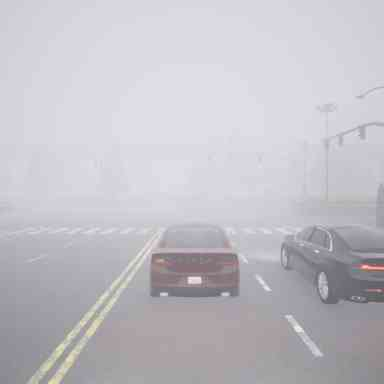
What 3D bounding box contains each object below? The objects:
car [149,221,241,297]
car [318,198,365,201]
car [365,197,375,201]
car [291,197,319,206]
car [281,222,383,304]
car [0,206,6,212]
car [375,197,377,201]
[{"bbox_3d":[0.058,1.478,8.614,1.882,1.535,5.008,0,0,0],"label":"car"},{"bbox_3d":[17.979,1.563,40.108,4.181,1.385,1.994,0,0,0],"label":"car"},{"bbox_3d":[20.495,1.547,43.598,5.357,1.411,2.033,0,0,0],"label":"car"},{"bbox_3d":[16.576,1.504,47.112,4.892,1.490,1.837,0,0,0],"label":"car"},{"bbox_3d":[3.556,1.505,8.101,1.837,1.490,4.892,0,0,0],"label":"car"},{"bbox_3d":[-21.523,1.547,33.061,5.357,1.411,2.033,0,0,0],"label":"car"},{"bbox_3d":[25.897,1.504,47.083,4.892,1.490,1.837,0,0,0],"label":"car"}]
